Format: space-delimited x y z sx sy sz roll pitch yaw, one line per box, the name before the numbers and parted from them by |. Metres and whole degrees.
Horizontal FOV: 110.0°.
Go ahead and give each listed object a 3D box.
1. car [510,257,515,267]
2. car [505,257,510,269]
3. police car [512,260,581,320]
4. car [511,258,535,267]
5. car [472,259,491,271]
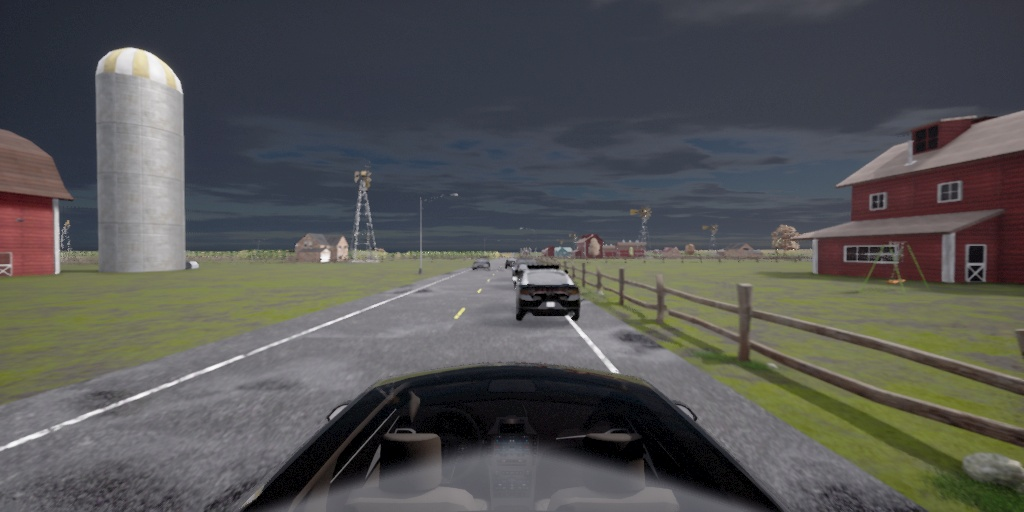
car | 1.056 0.918 28.195 2.097 1.767 4.553 0 0 0
car | 0.044 0.920 49.126 1.882 1.535 5.008 0 0 1
police car | 1.053 1.098 12.334 1.930 1.638 5.238 0 0 0
car | 1.056 1.083 22.226 1.882 1.535 5.008 0 0 0
car | -3.573 1.044 42.436 1.994 1.385 4.181 0 0 0
